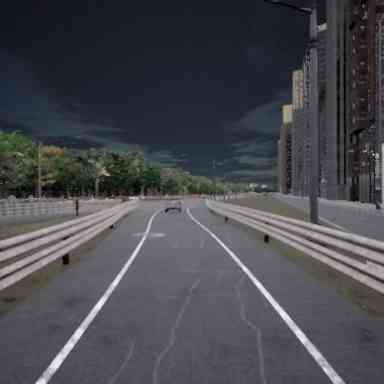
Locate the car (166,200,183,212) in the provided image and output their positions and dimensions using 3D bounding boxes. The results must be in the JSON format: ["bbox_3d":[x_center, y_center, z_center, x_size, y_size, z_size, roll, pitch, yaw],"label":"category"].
[{"bbox_3d":[-2.133,1.598,39.264,2.033,1.411,5.357,0,0,-1],"label":"car"}]
